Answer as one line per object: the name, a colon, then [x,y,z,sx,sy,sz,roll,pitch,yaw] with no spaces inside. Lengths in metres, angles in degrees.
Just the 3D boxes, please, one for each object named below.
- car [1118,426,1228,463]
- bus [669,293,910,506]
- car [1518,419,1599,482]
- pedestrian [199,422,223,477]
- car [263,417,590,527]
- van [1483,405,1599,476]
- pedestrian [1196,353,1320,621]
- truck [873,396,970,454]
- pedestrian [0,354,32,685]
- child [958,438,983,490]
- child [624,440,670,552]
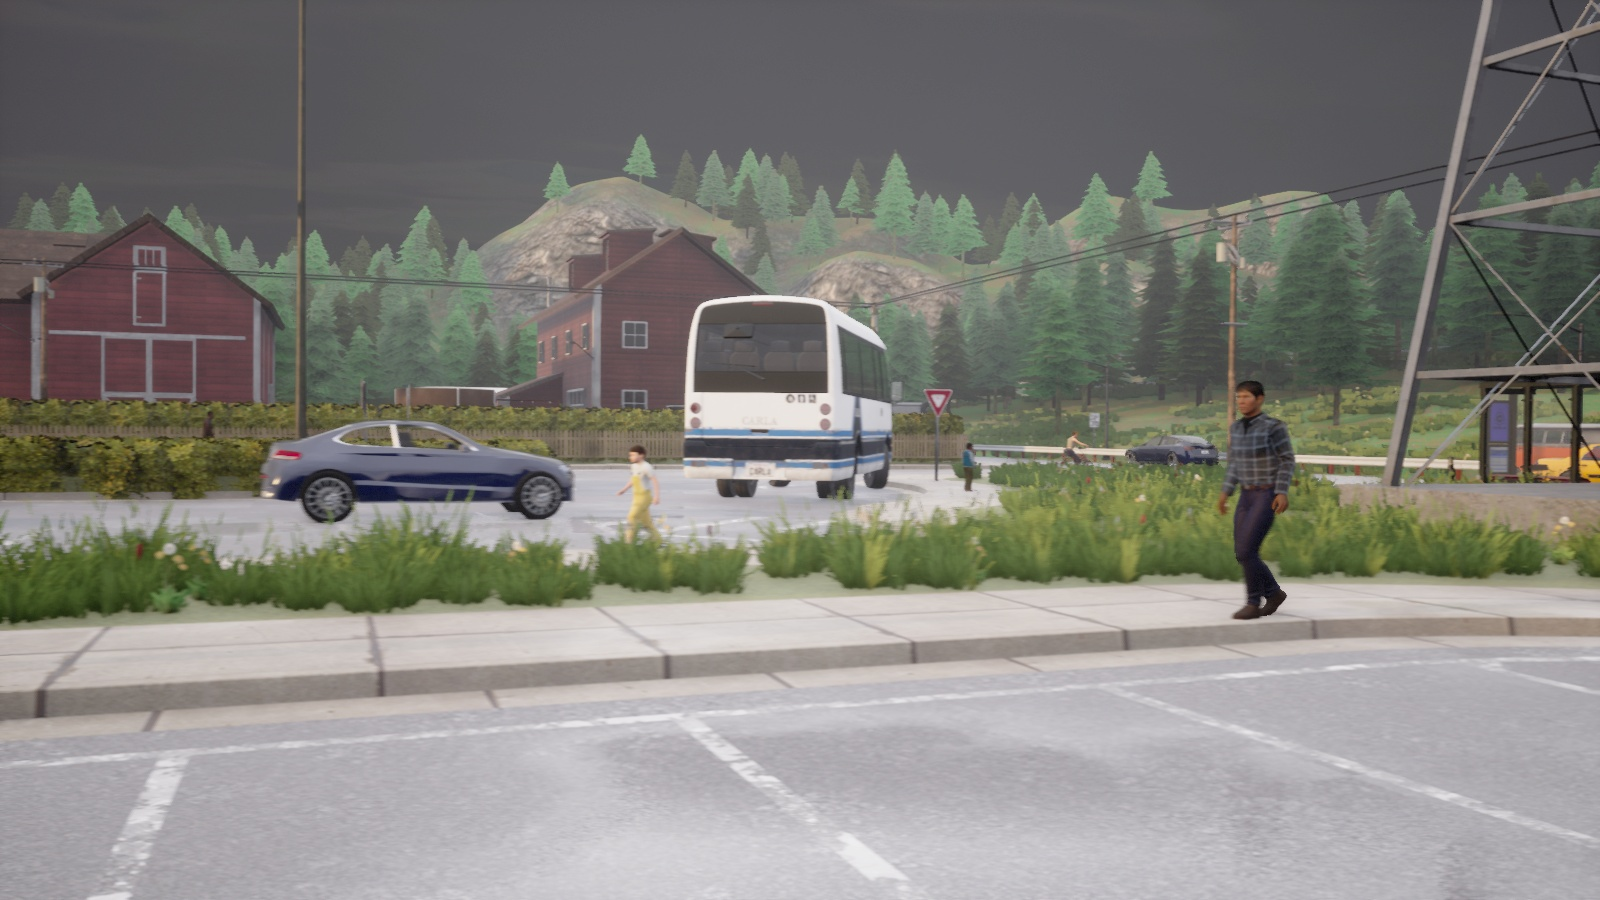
car: [16.189,-0.268,54.773,2.163,1.488,4.792,-1,1,-20]
bus: [0.198,-1.077,30.510,3.944,4.253,10.273,0,1,11]
car: [20.914,0.002,31.301,1.801,1.575,5.366,-1,1,-20]
pedestrian: [-19.821,-0.020,42.250,0.703,1.840,0.431,-1,1,-25]
car: [-6.279,0.301,21.118,5.027,1.651,2.152,-1,1,-23]
van: [22.618,-0.294,36.890,1.775,1.987,4.442,-1,1,-20]
pedestrian: [3.446,0.262,9.459,0.788,1.949,0.423,-1,1,-22]
truck: [7.511,-1.549,78.847,2.891,3.462,7.936,-1,1,-20]
pedestrian: [-4.762,0.390,7.029,0.706,1.836,0.354,-1,1,-21]
child: [3.936,0.322,29.034,0.448,1.192,0.343,-1,1,-20]
child: [-1.749,0.517,14.354,0.437,1.263,0.270,-1,1,-30]
